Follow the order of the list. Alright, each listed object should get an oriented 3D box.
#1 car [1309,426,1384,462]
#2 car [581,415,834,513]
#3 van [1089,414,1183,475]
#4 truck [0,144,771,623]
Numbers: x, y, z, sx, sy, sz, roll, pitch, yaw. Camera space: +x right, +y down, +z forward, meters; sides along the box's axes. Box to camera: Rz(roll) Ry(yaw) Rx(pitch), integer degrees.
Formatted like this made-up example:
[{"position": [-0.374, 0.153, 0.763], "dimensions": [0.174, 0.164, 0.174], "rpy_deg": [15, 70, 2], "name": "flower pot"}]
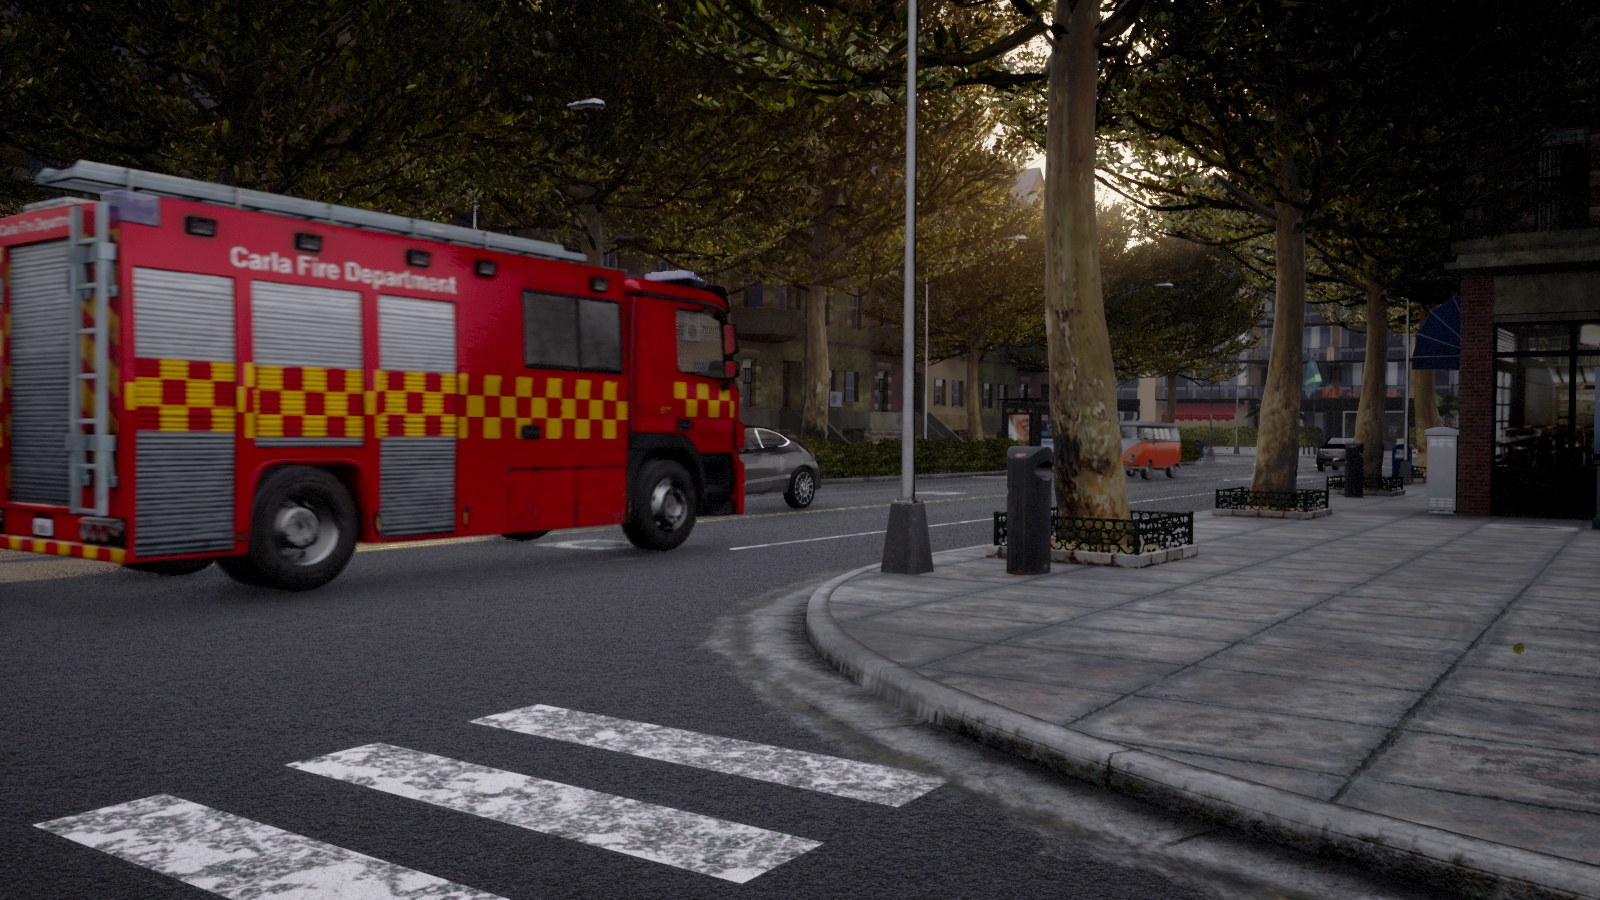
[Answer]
[{"position": [24.162, -0.288, 55.410], "dimensions": [2.128, 1.511, 4.902], "rpy_deg": [0, 1, 34], "name": "car"}, {"position": [-1.618, 0.197, 24.012], "dimensions": [2.152, 1.651, 5.027], "rpy_deg": [0, 1, 35], "name": "car"}, {"position": [11.654, -0.213, 43.362], "dimensions": [1.775, 1.987, 4.442], "rpy_deg": [0, 1, 34], "name": "van"}, {"position": [-4.002, -0.593, 14.349], "dimensions": [2.891, 3.827, 8.468], "rpy_deg": [0, 1, 34], "name": "truck"}]
